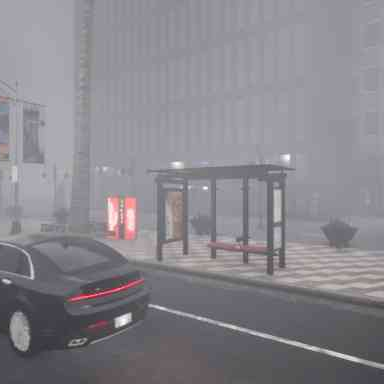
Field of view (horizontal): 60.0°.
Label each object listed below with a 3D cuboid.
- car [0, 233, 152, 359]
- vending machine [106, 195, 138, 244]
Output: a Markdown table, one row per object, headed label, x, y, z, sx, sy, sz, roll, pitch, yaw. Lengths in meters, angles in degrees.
| label | x | y | z | sx | sy | sz | roll | pitch | yaw |
| --- | --- | --- | --- | --- | --- | --- | --- | --- | --- |
| car | -2.915 | 1.507 | 6.021 | 4.892 | 1.490 | 1.837 | 1 | 0 | 36 |
| vending machine | -3.186 | 1.195 | 15.179 | 0.880 | 2.100 | 1.100 | 0 | 0 | 35 |
